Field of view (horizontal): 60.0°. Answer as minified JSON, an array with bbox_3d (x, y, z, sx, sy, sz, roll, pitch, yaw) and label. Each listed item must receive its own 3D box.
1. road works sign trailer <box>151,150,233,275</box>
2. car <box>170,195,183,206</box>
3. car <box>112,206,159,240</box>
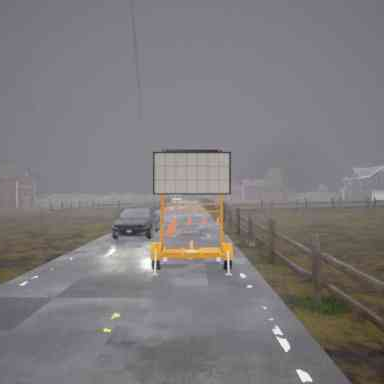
[{"bbox_3d":[-0.003,0.481,10.435,2.380,3.560,2.880,0,0,0],"label":"road works sign trailer"},{"bbox_3d":[-2.763,1.576,61.549,2.150,2.045,5.566,0,-1,0],"label":"car"},{"bbox_3d":[-2.856,1.520,17.606,1.882,1.535,5.008,0,0,0],"label":"car"}]
